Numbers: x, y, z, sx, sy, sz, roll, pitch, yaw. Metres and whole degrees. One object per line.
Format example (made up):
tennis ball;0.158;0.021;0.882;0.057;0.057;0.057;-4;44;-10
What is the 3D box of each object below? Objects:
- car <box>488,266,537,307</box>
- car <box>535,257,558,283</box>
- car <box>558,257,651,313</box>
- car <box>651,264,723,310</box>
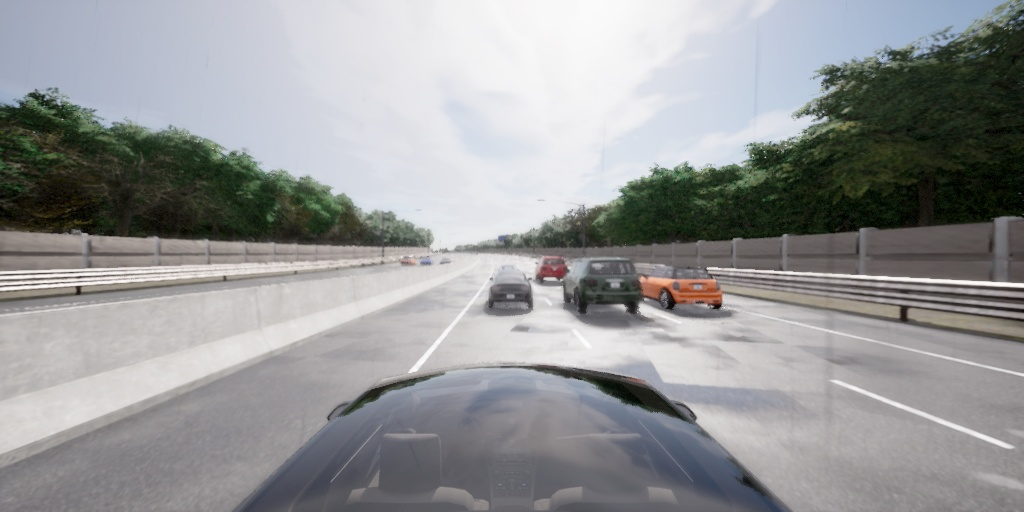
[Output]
car;-0.056;1.374;15.921;1.812;1.442;4.674;0;0;0
car;3.188;1.089;29.754;2.150;2.045;5.566;0;0;-1
car;3.446;1.068;14.665;2.150;2.045;5.566;0;0;0
car;6.947;1.198;15.530;2.097;1.767;4.553;0;0;0
